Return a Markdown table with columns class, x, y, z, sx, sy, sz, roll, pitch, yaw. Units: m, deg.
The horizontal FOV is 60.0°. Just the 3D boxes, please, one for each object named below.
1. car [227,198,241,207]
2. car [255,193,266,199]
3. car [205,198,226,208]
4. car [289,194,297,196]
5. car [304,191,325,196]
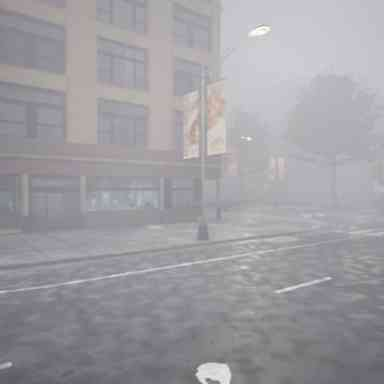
| class | x | y | z | sx | sy | sz | roll | pitch | yaw |
| --- | --- | --- | --- | --- | --- | --- | --- | --- | --- |
| car | 4.669 | 1.450 | 46.216 | 1.895 | 1.301 | 4.718 | 0 | 0 | -36 |
| car | 16.405 | 1.109 | 82.805 | 2.161 | 1.482 | 4.786 | 0 | 0 | -36 |
| car | 1.881 | 1.467 | 44.099 | 1.895 | 1.301 | 4.718 | 0 | 0 | -36 |
| car | 26.054 | 1.101 | 89.259 | 1.895 | 1.301 | 4.718 | 0 | 0 | -36 |
| car | 26.885 | 0.994 | 75.326 | 2.002 | 1.452 | 4.674 | 0 | 0 | -36 |
